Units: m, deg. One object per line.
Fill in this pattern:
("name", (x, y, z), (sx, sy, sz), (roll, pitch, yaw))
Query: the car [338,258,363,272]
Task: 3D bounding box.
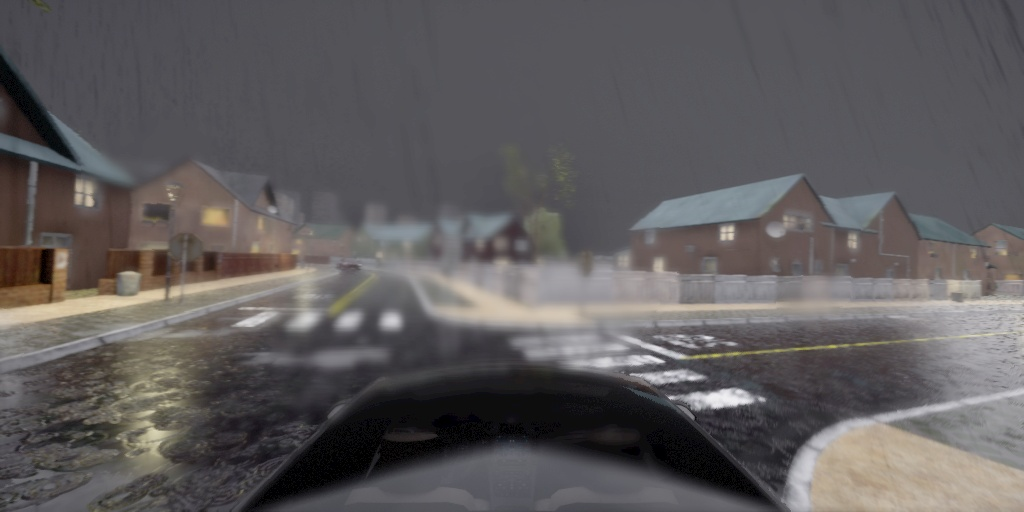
("car", (-20.160, 1.046, 44.754), (2.097, 1.767, 4.553), (4, -2, -35))
